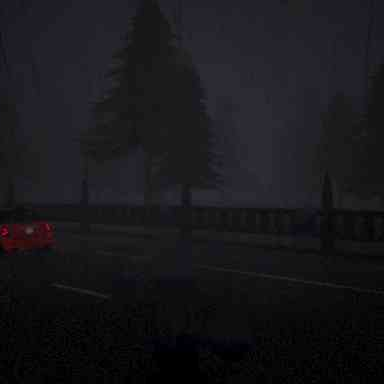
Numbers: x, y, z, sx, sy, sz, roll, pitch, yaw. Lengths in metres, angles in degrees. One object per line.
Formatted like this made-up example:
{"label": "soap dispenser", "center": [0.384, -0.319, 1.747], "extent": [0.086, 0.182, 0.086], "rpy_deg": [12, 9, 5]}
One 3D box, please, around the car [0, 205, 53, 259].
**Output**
{"label": "car", "center": [-7.328, 1.328, 12.186], "extent": [4.553, 1.767, 2.097], "rpy_deg": [0, 0, 28]}
